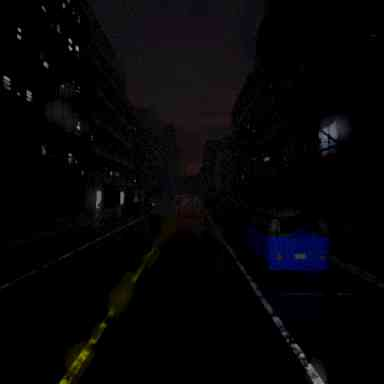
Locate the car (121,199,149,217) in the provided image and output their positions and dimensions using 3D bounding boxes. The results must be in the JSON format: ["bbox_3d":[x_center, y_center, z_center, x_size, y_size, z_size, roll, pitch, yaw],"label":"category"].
[{"bbox_3d":[-5.691,1.641,32.644,1.947,1.339,4.313,0,0,0],"label":"car"}]

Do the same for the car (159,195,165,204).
[{"bbox_3d":[-5.691,1.571,60.828,1.967,1.590,4.097,0,0,0],"label":"car"}]

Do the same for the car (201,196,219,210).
[{"bbox_3d":[2.691,1.413,43.915,2.192,1.841,5.009,0,0,0],"label":"car"}]

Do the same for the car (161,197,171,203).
[{"bbox_3d":[-5.692,1.734,72.100,1.802,1.307,4.206,0,0,0],"label":"car"}]

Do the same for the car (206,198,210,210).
[{"bbox_3d":[2.691,1.625,32.641,2.008,1.369,4.403,0,0,0],"label":"car"}]

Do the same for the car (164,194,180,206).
[{"bbox_3d":[-3.064,1.615,57.112,2.128,1.511,4.902,0,0,0],"label":"car"}]

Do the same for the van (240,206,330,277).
[{"bbox_3d":[2.692,1.365,10.096,1.690,1.788,3.998,0,0,0],"label":"van"}]

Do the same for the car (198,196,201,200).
[{"bbox_3d":[2.689,1.717,94.812,1.752,1.417,4.829,0,0,0],"label":"car"}]

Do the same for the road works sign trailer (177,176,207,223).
[{"bbox_3d":[0.014,0.525,26.157,2.380,3.560,2.880,0,0,0],"label":"road works sign trailer"}]

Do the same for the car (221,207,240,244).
[{"bbox_3d":[2.690,1.603,15.732,1.947,1.339,4.313,0,0,0],"label":"car"}]

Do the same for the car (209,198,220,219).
[{"bbox_3d":[2.691,1.503,27.006,1.967,1.590,4.097,0,0,0],"label":"car"}]

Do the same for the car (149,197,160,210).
[{"bbox_3d":[-5.691,1.623,43.747,1.752,1.417,4.829,0,0,0],"label":"car"}]

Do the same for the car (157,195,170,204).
[{"bbox_3d":[-5.690,1.456,66.464,2.192,1.841,5.009,0,0,0],"label":"car"}]

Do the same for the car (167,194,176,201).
[{"bbox_3d":[-5.690,1.507,94.646,2.192,1.841,5.009,0,0,0],"label":"car"}]

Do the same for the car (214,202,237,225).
[{"bbox_3d":[2.691,1.595,21.369,1.887,1.381,4.507,0,0,0],"label":"car"}]
